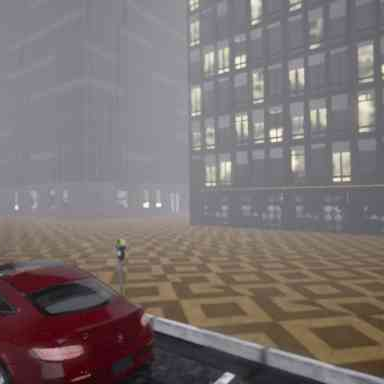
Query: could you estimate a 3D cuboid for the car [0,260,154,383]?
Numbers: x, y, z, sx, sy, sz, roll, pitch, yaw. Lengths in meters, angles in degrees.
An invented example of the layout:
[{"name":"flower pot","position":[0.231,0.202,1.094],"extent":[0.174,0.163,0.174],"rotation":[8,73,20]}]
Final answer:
[{"name":"car","position":[-2.390,1.624,4.588],"extent":[4.206,1.307,1.802],"rotation":[-1,-1,35]}]
